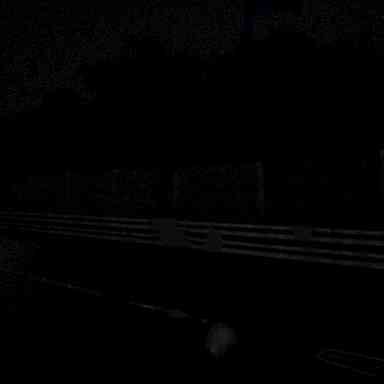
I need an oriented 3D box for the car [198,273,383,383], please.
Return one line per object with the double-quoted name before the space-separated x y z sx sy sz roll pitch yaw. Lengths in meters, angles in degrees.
"car" 2.710 1.207 2.060 5.566 2.045 2.150 -1 0 36
